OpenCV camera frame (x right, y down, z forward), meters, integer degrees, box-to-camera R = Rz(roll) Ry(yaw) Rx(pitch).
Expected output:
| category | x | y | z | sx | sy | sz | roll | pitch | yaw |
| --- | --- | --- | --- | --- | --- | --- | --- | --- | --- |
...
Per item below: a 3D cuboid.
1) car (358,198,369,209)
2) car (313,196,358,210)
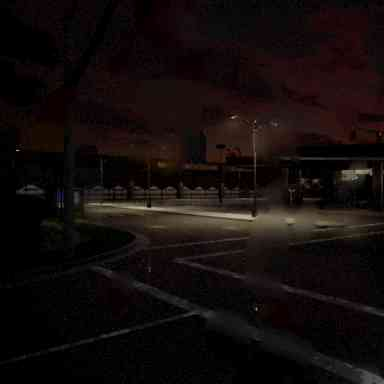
| category | x | y | z | sx | sy | sz | roll | pitch | yaw |
| --- | --- | --- | --- | --- | --- | --- | --- | --- | --- |
| car | 21.175 | 1.454 | 44.167 | 1.970 | 1.475 | 3.806 | 0 | 0 | -35 |
| car | 16.907 | 1.293 | 40.246 | 2.242 | 1.667 | 4.611 | 0 | 0 | -35 |
